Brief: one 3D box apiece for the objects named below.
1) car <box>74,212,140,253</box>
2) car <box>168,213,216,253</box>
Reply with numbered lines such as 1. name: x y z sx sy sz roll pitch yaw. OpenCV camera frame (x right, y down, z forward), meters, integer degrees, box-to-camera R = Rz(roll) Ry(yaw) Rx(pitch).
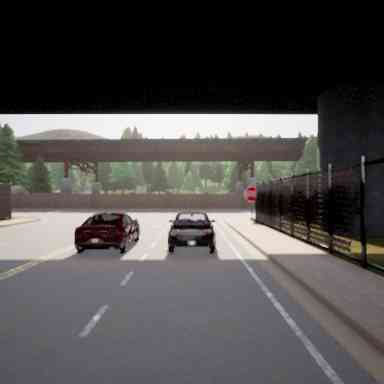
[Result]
1. car: -3.497 1.616 14.481 1.882 1.535 5.008 0 0 0
2. car: 0.001 1.629 14.299 2.128 1.511 4.902 0 0 0
